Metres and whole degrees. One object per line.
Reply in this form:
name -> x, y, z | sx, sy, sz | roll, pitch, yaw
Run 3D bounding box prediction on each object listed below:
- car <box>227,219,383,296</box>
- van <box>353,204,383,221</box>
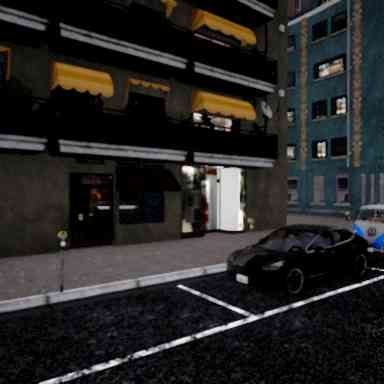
car -> 2.887, 1.544, 8.628 | 4.313, 1.339, 1.947 | 0, 1, -36
van -> 7.377, 1.304, 11.844 | 3.998, 1.788, 1.690 | 0, 1, -36
